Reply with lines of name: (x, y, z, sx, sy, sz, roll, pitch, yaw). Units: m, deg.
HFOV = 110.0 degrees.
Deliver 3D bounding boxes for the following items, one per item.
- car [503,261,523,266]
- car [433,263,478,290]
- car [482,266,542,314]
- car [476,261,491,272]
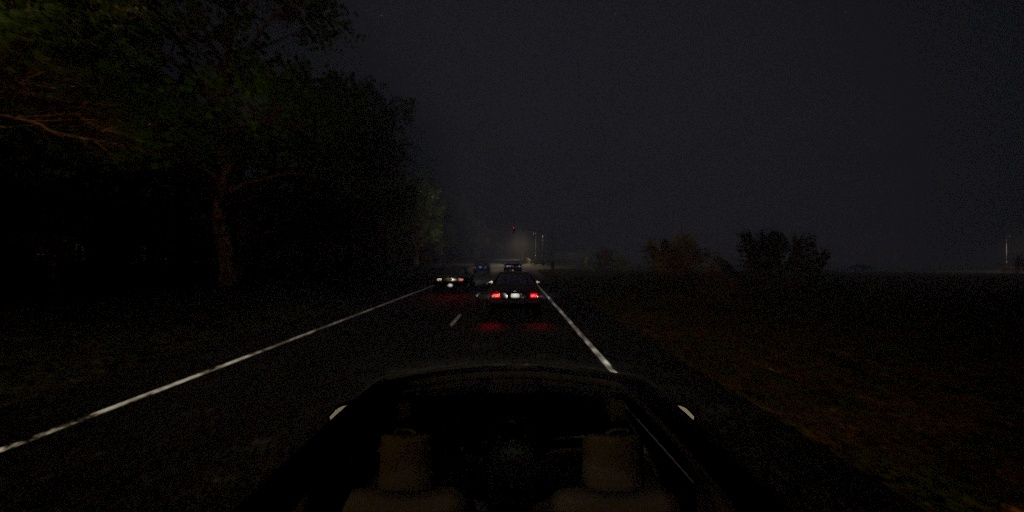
car: (0.097, 1.205, 36.517, 2.128, 1.511, 4.902, 0, 0, 0)
car: (-3.401, 1.332, 21.991, 1.895, 1.301, 4.718, 0, 0, 0)
car: (0.098, 1.287, 13.704, 2.033, 1.411, 5.357, 0, 0, 0)
car: (-3.404, 1.255, 40.823, 2.033, 1.411, 5.357, 0, 0, 0)
